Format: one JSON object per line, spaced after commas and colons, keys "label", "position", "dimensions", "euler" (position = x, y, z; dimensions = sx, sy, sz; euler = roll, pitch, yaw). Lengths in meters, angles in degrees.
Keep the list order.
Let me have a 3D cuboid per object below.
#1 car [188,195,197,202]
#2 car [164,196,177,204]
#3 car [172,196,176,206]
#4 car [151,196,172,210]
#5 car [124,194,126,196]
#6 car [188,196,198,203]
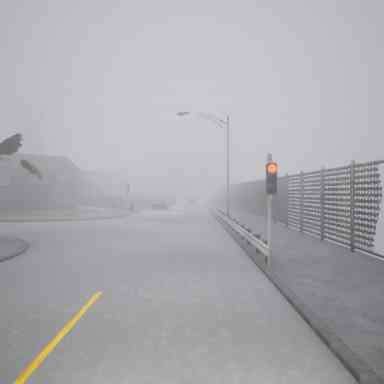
{"label": "car", "position": [0.074, 1.540, 78.624], "dimensions": [2.033, 1.411, 5.357], "euler": [0, 0, 0]}
{"label": "car", "position": [-3.999, 1.547, 62.952], "dimensions": [2.033, 1.411, 5.357], "euler": [0, 0, 0]}
{"label": "car", "position": [-4.041, 1.505, 52.496], "dimensions": [1.837, 1.490, 4.892], "euler": [0, 0, 0]}
{"label": "car", "position": [-4.058, 1.478, 42.778], "dimensions": [1.882, 1.535, 5.008], "euler": [0, 0, 0]}
{"label": "car", "position": [-17.204, 1.134, 78.223], "dimensions": [3.633, 1.501, 1.845], "euler": [0, 0, 0]}
{"label": "car", "position": [0.168, 1.547, 67.996], "dimensions": [2.033, 1.411, 5.357], "euler": [0, 0, -1]}
